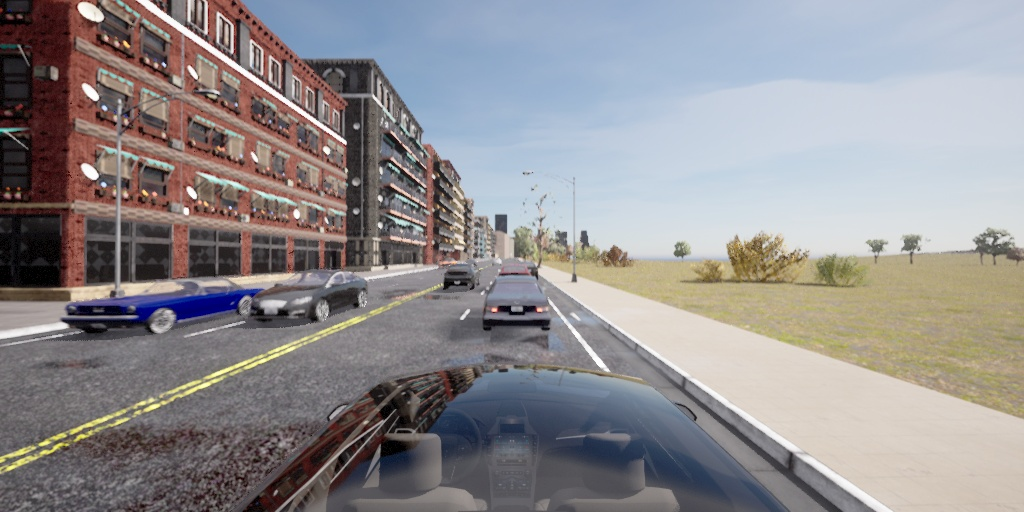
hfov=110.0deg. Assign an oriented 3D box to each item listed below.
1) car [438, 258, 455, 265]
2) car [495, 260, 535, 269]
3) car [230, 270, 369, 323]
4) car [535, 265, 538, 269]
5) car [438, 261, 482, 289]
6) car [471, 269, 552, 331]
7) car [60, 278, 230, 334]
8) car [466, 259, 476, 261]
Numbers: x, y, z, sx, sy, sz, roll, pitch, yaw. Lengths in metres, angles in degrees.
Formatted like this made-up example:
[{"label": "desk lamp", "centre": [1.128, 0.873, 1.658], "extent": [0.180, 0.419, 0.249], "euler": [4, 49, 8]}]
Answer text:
[{"label": "car", "centre": [-9.691, 1.076, 54.073], "extent": [2.097, 1.767, 4.553], "euler": [0, 0, 0]}, {"label": "car", "centre": [0.159, 1.220, 21.510], "extent": [1.882, 1.535, 5.008], "euler": [0, 0, 0]}, {"label": "car", "centre": [-6.572, 1.237, 12.237], "extent": [2.128, 1.511, 4.902], "euler": [0, 0, 0]}, {"label": "car", "centre": [1.220, 1.216, 30.947], "extent": [1.882, 1.535, 5.008], "euler": [0, 0, 0]}, {"label": "car", "centre": [-3.092, 1.247, 22.677], "extent": [1.837, 1.490, 4.892], "euler": [0, 0, 0]}, {"label": "car", "centre": [0.126, 1.294, 10.970], "extent": [2.033, 1.411, 5.357], "euler": [0, 0, 0]}, {"label": "car", "centre": [-9.826, 1.347, 10.724], "extent": [1.895, 1.301, 4.718], "euler": [0, 0, 0]}, {"label": "car", "centre": [-6.435, 1.227, 55.852], "extent": [1.837, 1.490, 4.892], "euler": [0, 0, 0]}]
